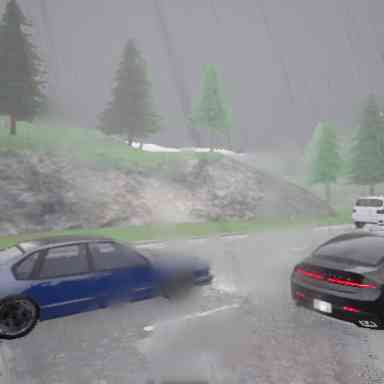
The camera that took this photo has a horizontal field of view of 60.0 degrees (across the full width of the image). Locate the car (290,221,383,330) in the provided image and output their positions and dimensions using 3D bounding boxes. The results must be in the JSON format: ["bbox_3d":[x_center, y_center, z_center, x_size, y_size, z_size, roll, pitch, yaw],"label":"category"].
[{"bbox_3d":[4.023,1.532,6.627,4.892,1.490,1.837,0,0,-35],"label":"car"}]

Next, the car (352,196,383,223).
[{"bbox_3d":[12.472,1.304,21.255,5.566,2.045,2.150,0,0,-36],"label":"car"}]

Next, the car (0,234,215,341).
[{"bbox_3d":[-2.112,1.561,6.549,5.357,1.411,2.033,0,0,-35],"label":"car"}]
